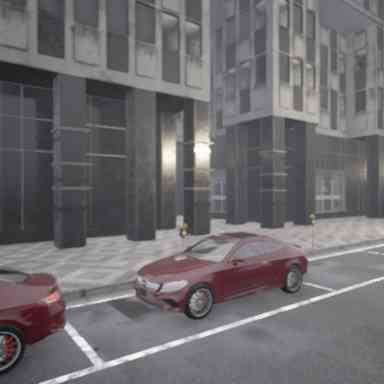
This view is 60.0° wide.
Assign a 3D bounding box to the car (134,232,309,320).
[{"bbox_3d":[0.823,1.575,7.242,4.206,1.307,1.802,0,0,-36],"label":"car"}]

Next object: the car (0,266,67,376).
[{"bbox_3d":[-3.736,1.583,3.987,4.206,1.307,1.802,0,0,-36],"label":"car"}]
